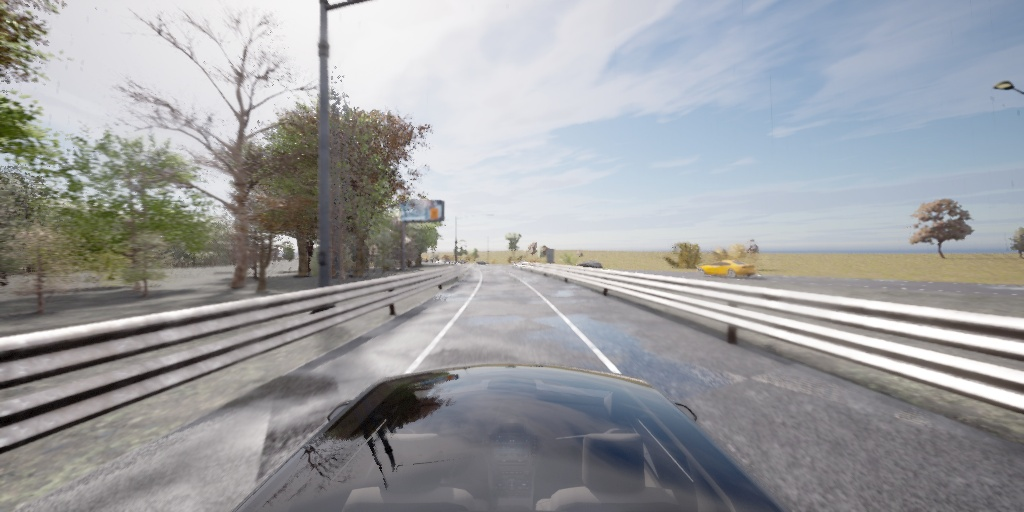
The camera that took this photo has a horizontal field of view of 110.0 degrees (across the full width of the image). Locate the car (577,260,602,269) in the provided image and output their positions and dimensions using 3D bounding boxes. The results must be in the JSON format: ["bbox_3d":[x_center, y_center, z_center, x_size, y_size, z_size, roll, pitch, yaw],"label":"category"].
[{"bbox_3d":[11.280,1.384,52.534,2.128,1.511,4.902,-1,0,-20],"label":"car"}]

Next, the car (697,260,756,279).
[{"bbox_3d":[18.911,1.140,31.918,1.882,1.535,5.008,-1,0,-20],"label":"car"}]
